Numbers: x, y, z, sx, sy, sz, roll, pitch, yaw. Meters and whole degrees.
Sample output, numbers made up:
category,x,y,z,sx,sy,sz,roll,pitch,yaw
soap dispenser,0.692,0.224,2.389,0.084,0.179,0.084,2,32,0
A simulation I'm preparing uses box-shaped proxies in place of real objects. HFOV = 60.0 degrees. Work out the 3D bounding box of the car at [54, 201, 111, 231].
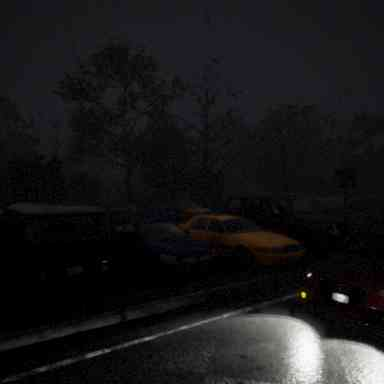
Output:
category,x,y,z,sx,sy,sz,roll,pitch,yaw
car,-7.197,1.455,21.540,2.097,1.535,5.008,-1,0,-36

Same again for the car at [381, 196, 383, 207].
category,x,y,z,sx,sy,sz,roll,pitch,yaw
car,22.154,1.205,42.525,2.231,1.521,4.892,0,0,-36

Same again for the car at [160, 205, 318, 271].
category,x,y,z,sx,sy,sz,roll,pitch,yaw
car,1.209,1.446,11.237,1.946,1.575,5.366,-1,0,-36

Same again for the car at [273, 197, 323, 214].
category,x,y,z,sx,sy,sz,roll,pitch,yaw
car,10.865,1.338,34.452,2.002,1.452,4.674,-1,0,-36

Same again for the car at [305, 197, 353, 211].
category,x,y,z,sx,sy,sz,roll,pitch,yaw
car,15.380,1.300,37.684,2.002,1.452,4.674,0,0,-36

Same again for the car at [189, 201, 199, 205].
category,x,y,z,sx,sy,sz,roll,pitch,yaw
car,-0.315,1.393,26.229,1.946,1.575,5.366,-1,0,-36

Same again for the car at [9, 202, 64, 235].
category,x,y,z,sx,sy,sz,roll,pitch,yaw
car,-9.455,1.475,19.925,2.097,1.535,5.008,-1,0,-36

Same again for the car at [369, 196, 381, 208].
category,x,y,z,sx,sy,sz,roll,pitch,yaw
car,19.890,1.222,40.920,2.097,1.535,5.008,0,0,-36

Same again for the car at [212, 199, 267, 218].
category,x,y,z,sx,sy,sz,roll,pitch,yaw
car,4.110,1.386,29.587,2.163,1.488,4.792,-1,0,-36

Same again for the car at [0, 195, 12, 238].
category,x,y,z,sx,sy,sz,roll,pitch,yaw
car,-11.694,1.243,18.281,2.435,2.045,5.566,-1,0,-36

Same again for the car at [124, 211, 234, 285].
category,x,y,z,sx,sy,sz,roll,pitch,yaw
car,-1.180,1.509,9.759,2.002,1.452,4.674,-1,0,-36

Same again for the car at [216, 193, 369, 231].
category,x,y,z,sx,sy,sz,roll,pitch,yaw
car,3.396,1.177,12.995,2.435,2.045,5.566,0,0,-36

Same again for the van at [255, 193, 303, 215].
category,x,y,z,sx,sy,sz,roll,pitch,yaw
van,8.537,1.092,32.934,1.878,1.987,4.442,-1,0,-36

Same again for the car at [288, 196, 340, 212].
category,x,y,z,sx,sy,sz,roll,pitch,yaw
car,13.125,1.278,36.067,2.097,1.535,5.008,0,0,-36

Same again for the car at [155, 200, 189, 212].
category,x,y,z,sx,sy,sz,roll,pitch,yaw
car,-2.697,1.445,24.789,2.163,1.488,4.792,0,0,-36

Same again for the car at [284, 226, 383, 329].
category,x,y,z,sx,sy,sz,roll,pitch,yaw
car,4.032,1.526,6.561,4.181,1.385,1.994,0,0,-35

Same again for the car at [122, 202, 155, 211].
category,x,y,z,sx,sy,sz,roll,pitch,yaw
car,-4.940,1.437,23.156,2.231,1.521,4.892,-1,0,-36

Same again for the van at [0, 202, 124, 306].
category,x,y,z,sx,sy,sz,roll,pitch,yaw
van,-3.528,1.263,8.220,1.878,1.987,4.442,0,0,-36
